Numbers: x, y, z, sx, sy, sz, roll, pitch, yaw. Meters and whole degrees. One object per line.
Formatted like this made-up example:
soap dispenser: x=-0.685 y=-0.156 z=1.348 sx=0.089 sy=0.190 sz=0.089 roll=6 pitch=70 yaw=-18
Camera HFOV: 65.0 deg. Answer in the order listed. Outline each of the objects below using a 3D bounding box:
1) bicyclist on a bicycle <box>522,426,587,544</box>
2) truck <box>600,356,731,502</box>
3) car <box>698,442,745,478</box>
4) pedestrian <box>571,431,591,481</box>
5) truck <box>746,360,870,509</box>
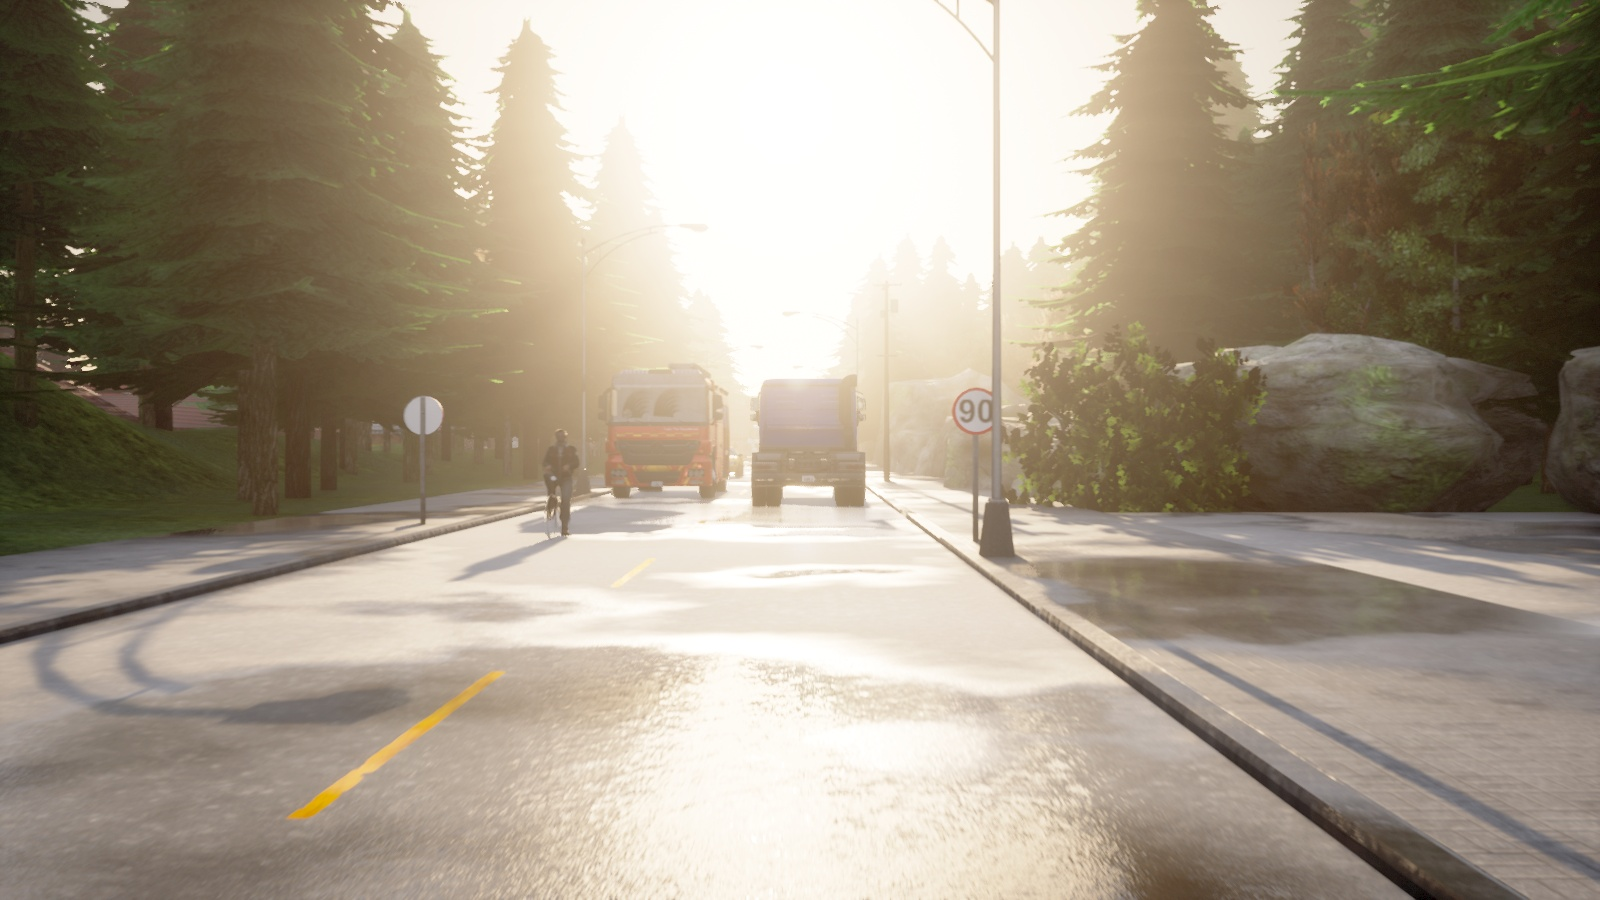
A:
bicyclist on a bicycle: x=-3.869 y=0.530 z=19.884 sx=0.659 sy=1.776 sz=1.843 roll=0 pitch=0 yaw=0
truck: x=-3.758 y=-0.578 z=37.055 sx=2.891 sy=3.827 sz=8.468 roll=0 pitch=0 yaw=0
car: x=-3.605 y=0.437 z=58.384 sx=1.801 sy=1.575 sz=5.366 roll=0 pitch=0 yaw=0
pedestrian: x=-8.729 y=0.238 z=50.109 sx=0.659 sy=1.952 sz=0.873 roll=0 pitch=0 yaw=0
truck: x=0.216 y=-0.375 z=33.259 sx=2.891 sy=3.462 sz=7.936 roll=0 pitch=0 yaw=0
